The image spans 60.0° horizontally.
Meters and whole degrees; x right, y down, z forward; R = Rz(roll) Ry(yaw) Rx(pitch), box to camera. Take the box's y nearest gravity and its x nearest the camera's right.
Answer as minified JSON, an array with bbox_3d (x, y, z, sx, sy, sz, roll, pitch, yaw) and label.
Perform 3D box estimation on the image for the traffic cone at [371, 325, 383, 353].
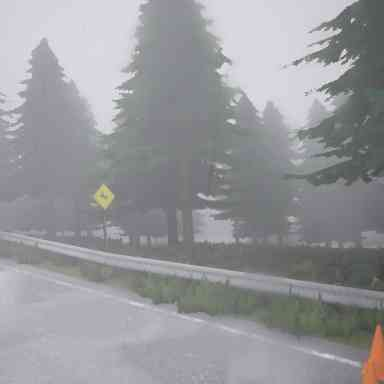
[{"bbox_3d":[2.321,1.956,4.130,0.340,0.580,0.340,0,0,34],"label":"traffic cone"}]

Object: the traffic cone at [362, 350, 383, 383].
[{"bbox_3d":[1.773,1.956,3.297,0.340,0.580,0.340,0,0,34],"label":"traffic cone"}]
